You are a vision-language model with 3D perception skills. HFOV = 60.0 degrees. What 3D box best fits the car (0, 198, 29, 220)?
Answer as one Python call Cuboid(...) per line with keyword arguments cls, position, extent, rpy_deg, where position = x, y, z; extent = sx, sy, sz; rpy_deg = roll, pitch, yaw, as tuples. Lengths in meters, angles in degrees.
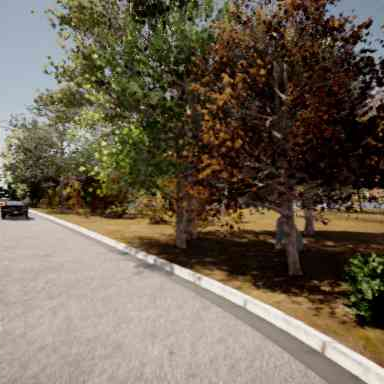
Cuboid(cls="car", position=(-15.264, 1.474, 28.624), extent=(1.882, 1.535, 5.008), rpy_deg=(0, 0, -31))
